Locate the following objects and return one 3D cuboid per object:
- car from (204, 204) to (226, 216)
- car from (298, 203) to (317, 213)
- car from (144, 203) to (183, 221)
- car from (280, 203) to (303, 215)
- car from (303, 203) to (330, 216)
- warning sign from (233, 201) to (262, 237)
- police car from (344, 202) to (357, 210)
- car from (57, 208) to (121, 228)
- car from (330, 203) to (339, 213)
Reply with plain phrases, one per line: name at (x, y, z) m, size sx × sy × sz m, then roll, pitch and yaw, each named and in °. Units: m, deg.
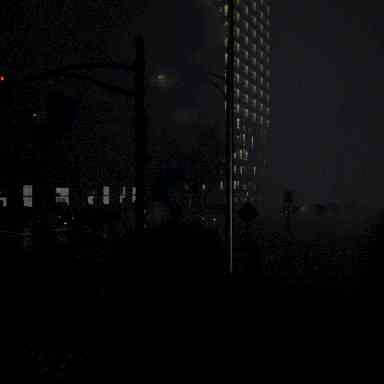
car at (3.252, 2.209, 42.282) m, size 1.812 × 1.442 × 4.674 m, roll 0°, pitch -1°, yaw 33°
car at (19.106, 2.534, 54.750) m, size 1.837 × 1.490 × 4.892 m, roll 0°, pitch -1°, yaw 33°
car at (-2.795, 1.835, 32.894) m, size 2.097 × 1.767 × 4.553 m, roll 0°, pitch -1°, yaw 33°
car at (13.919, 2.459, 46.590) m, size 1.895 × 1.301 × 4.718 m, roll 0°, pitch -1°, yaw 33°
car at (16.973, 2.376, 45.239) m, size 1.837 × 1.490 × 4.892 m, roll 0°, pitch -1°, yaw 33°
warning sign at (3.104, 1.454, 18.559) m, size 1.300 × 1.860 × 1.060 m, roll 1°, pitch 1°, yaw 33°
police car at (31.466, 2.739, 65.857) m, size 1.930 × 1.638 × 5.238 m, roll 0°, pitch -1°, yaw 33°
car at (-7.712, 1.921, 25.252) m, size 1.895 × 1.301 × 4.718 m, roll 0°, pitch -1°, yaw 33°
car at (22.503, 2.529, 53.853) m, size 1.882 × 1.535 × 5.008 m, roll 0°, pitch -1°, yaw 33°
